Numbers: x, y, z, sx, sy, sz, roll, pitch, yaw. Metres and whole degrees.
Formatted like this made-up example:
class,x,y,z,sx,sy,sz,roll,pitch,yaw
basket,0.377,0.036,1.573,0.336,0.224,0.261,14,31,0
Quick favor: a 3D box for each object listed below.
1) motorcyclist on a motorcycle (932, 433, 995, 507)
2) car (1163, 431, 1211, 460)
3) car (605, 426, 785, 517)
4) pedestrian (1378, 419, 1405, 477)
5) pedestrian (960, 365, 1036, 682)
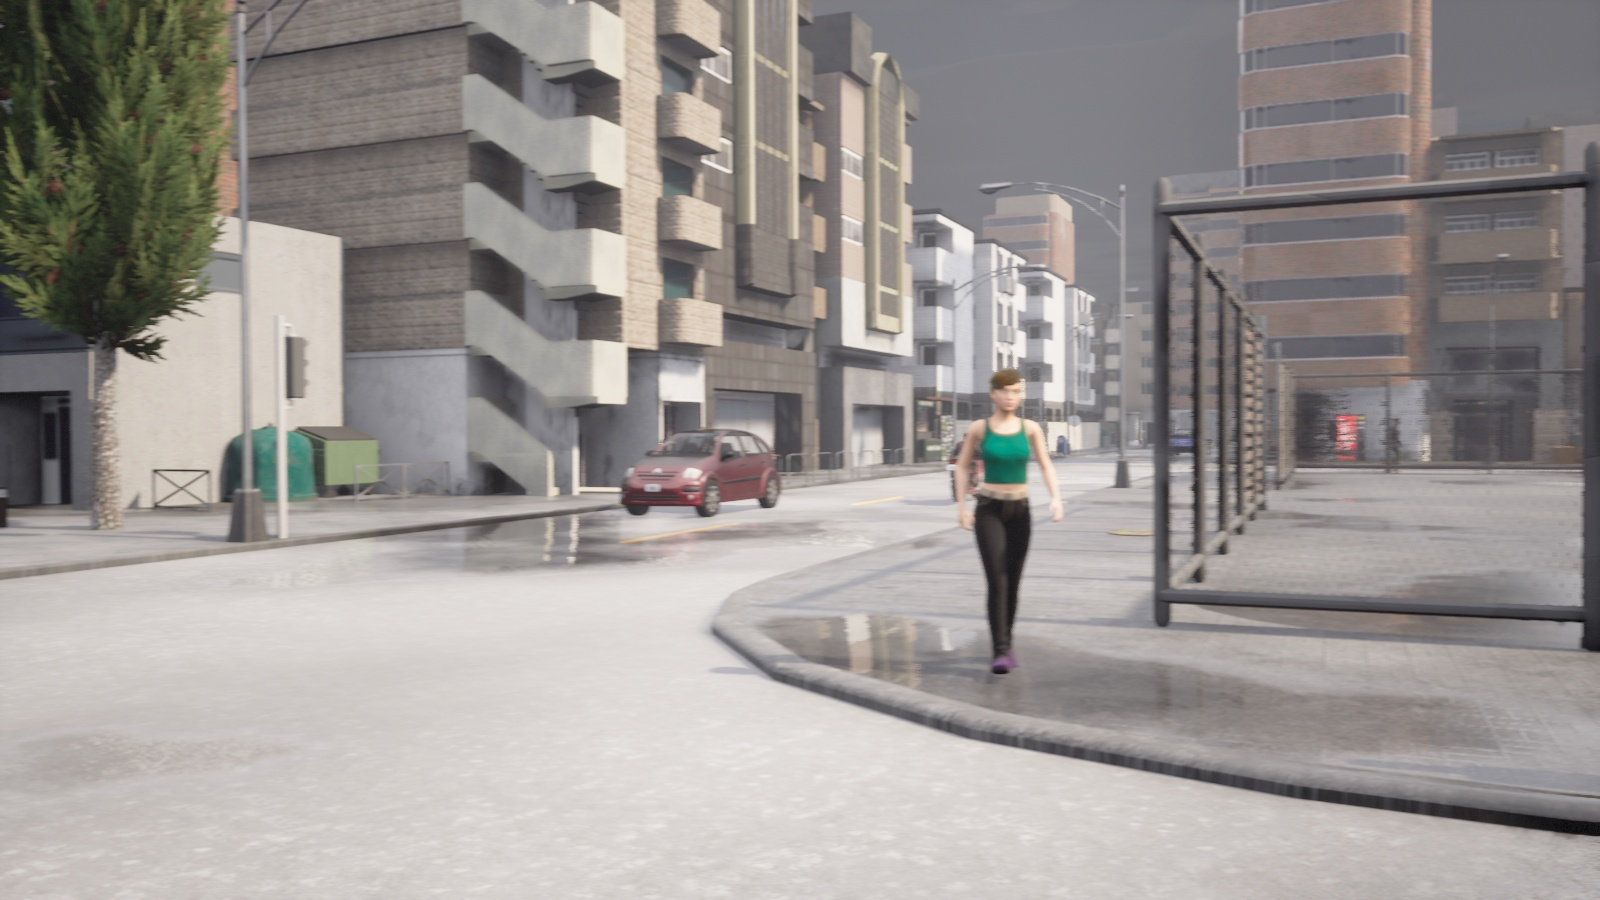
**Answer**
class,x,y,z,sx,sy,sz,roll,pitch,yaw
motorcyclist on a motorcycle,3.529,0.394,27.018,0.797,1.523,2.044,0,1,24
car,21.195,-0.263,68.686,2.007,1.525,4.514,0,1,24
car,-1.927,0.342,24.351,1.851,1.617,3.988,0,1,23
pedestrian,18.946,-0.060,40.207,0.703,1.840,0.431,0,1,15
pedestrian,1.182,0.421,7.557,0.345,1.836,0.594,0,1,-2
